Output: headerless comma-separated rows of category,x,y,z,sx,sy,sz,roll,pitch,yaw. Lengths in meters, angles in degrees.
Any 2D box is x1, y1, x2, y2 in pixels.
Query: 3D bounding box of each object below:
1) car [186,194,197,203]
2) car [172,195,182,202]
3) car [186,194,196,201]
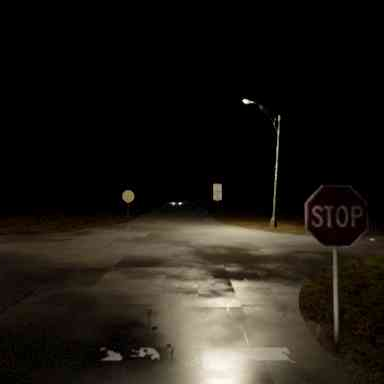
car,-0.131,1.334,61.263,1.994,1.385,4.181,0,0,0
car,-2.890,1.291,65.470,2.033,1.411,5.357,0,0,0
car,-0.152,1.162,71.316,1.994,1.385,4.181,0,0,0
